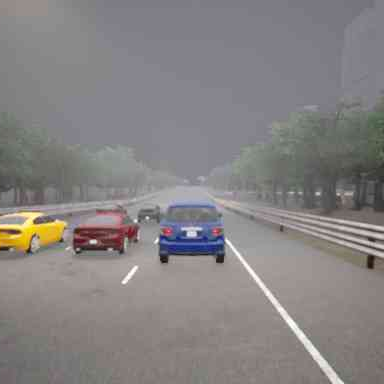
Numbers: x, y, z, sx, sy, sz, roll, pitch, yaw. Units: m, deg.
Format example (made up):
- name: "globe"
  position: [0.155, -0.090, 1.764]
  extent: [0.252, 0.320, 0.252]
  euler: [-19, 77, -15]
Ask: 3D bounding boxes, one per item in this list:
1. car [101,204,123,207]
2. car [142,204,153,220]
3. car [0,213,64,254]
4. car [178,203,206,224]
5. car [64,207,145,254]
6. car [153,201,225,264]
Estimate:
- name: "car"
  position: [-6.977, 1.762, 29.243]
  extent: [1.882, 1.535, 5.008]
  euler: [0, 0, 1]
- name: "car"
  position: [-3.485, 1.786, 28.505]
  extent: [1.837, 1.490, 4.892]
  euler: [0, 0, 0]
- name: "car"
  position: [-6.973, 1.628, 14.240]
  extent: [1.882, 1.535, 5.008]
  euler: [0, 0, 1]
- name: "car"
  position: [0.016, 1.772, 28.513]
  extent: [2.128, 1.511, 4.902]
  euler: [0, 0, 0]
- name: "car"
  position: [-3.473, 1.628, 14.253]
  extent: [1.882, 1.535, 5.008]
  euler: [0, 0, 1]
- name: "car"
  position: [0.008, 1.359, 12.583]
  extent: [2.150, 2.045, 5.566]
  euler: [0, 0, 0]
